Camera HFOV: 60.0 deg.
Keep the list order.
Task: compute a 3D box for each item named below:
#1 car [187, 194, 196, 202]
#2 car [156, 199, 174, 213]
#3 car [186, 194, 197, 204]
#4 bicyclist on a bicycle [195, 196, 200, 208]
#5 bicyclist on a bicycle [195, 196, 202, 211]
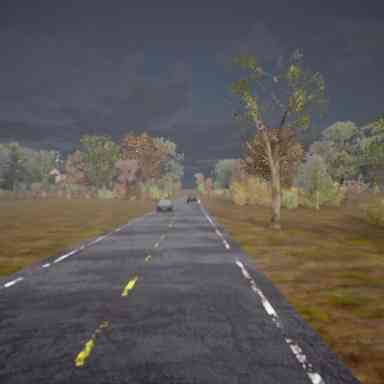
[{"bbox_3d":[-0.012,1.490,79.992,2.097,1.767,4.553,0,0,0],"label":"car"},{"bbox_3d":[-3.095,1.571,39.025,1.882,1.535,5.008,0,0,0],"label":"car"},{"bbox_3d":[-0.010,1.370,69.315,2.150,2.045,5.566,0,0,0],"label":"car"},{"bbox_3d":[0.819,1.486,49.752,0.659,1.776,1.843,0,0,0],"label":"bicyclist on a bicycle"},{"bbox_3d":[0.828,1.534,40.844,0.866,1.612,1.509,0,0,0],"label":"bicyclist on a bicycle"}]
